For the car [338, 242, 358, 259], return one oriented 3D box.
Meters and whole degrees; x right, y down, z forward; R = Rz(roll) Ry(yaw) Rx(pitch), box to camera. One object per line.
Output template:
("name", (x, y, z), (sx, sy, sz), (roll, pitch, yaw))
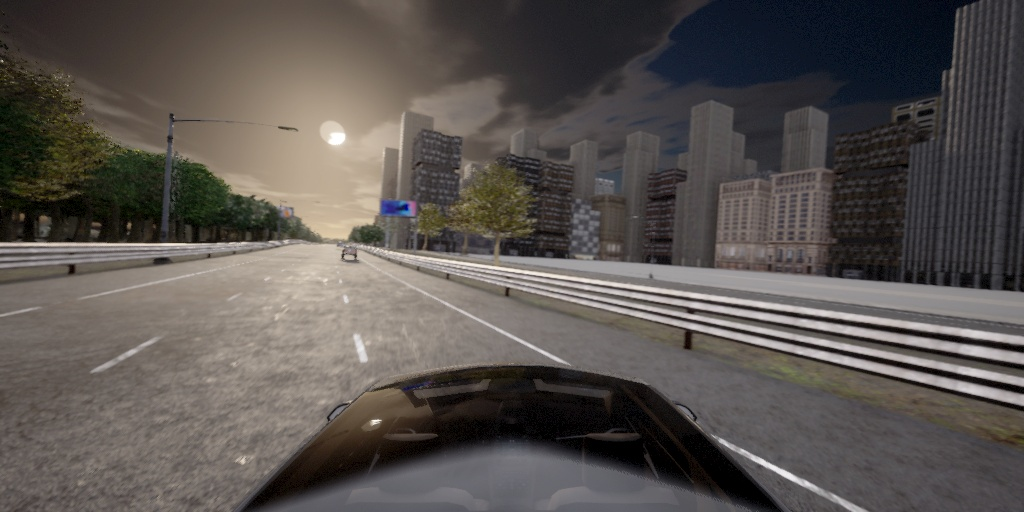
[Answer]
("car", (-22.429, -0.665, 49.511), (2.033, 1.649, 4.856), (4, 1, -27))
